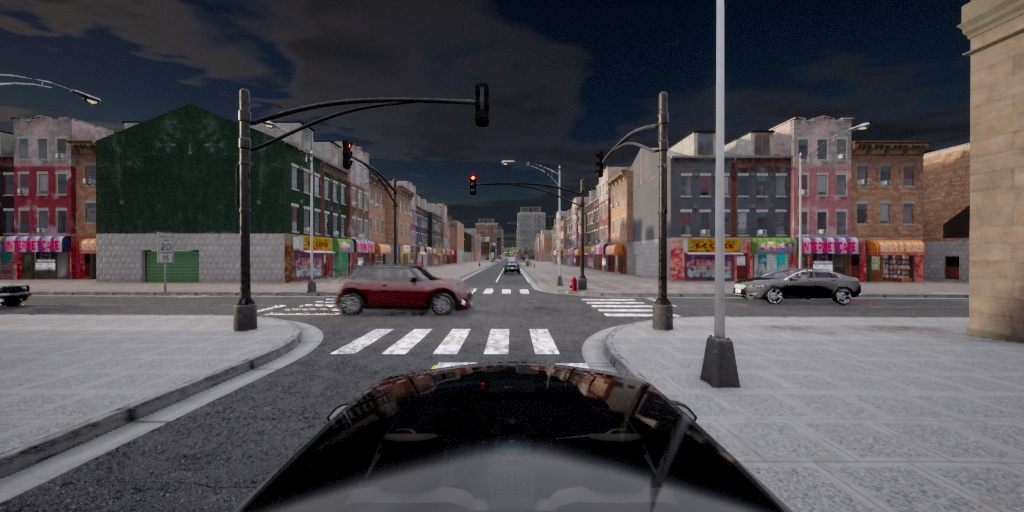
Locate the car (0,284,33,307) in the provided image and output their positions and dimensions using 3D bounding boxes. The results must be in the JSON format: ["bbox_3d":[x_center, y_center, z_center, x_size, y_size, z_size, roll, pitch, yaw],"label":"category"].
[{"bbox_3d":[-20.598,1.293,12.862,4.718,1.301,1.895,0,0,0],"label":"car"}]

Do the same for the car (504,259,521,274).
[{"bbox_3d":[0.011,1.313,40.659,1.948,1.339,4.313,0,0,0],"label":"car"}]

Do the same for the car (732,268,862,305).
[{"bbox_3d":[12.446,1.277,15.841,4.902,1.511,2.128,0,0,0],"label":"car"}]

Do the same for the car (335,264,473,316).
[{"bbox_3d":[-3.711,1.096,12.876,4.553,1.767,2.097,0,0,0],"label":"car"}]
